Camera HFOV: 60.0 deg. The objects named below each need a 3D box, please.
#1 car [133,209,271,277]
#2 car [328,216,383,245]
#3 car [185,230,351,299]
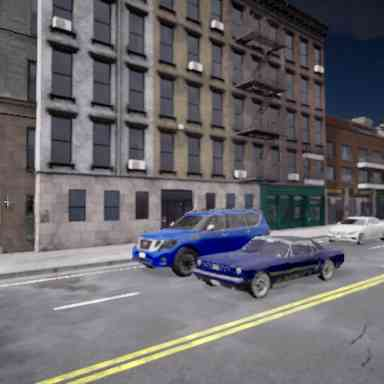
[{"bbox_3d":[0.609,1.695,12.303,5.566,2.045,2.150,1,-3,-37],"label":"car"},{"bbox_3d":[9.666,2.147,19.207,4.674,1.442,1.812,1,-3,-37],"label":"car"},{"bbox_3d":[2.335,1.947,9.517,4.718,1.301,1.895,1,-3,-37],"label":"car"}]
